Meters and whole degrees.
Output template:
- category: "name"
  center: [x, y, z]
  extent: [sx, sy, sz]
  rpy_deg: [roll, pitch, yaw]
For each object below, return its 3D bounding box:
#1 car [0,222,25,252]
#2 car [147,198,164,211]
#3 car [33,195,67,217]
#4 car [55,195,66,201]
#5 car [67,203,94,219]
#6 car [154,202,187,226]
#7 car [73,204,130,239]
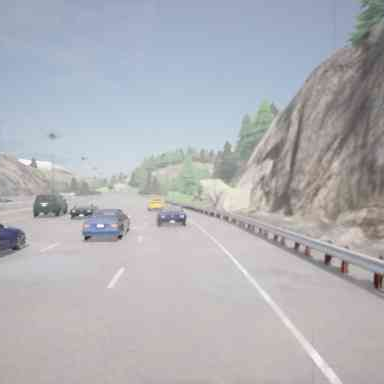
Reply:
- category: "car"
  center: [-7.381, 1.543, 11.149]
  extent: [1.812, 1.442, 4.674]
  rpy_deg: [0, 0, -3]
- category: "car"
  center: [-4.480, 1.493, 41.436]
  extent: [1.882, 1.535, 5.008]
  rpy_deg: [0, 0, -10]
- category: "car"
  center: [-13.377, 1.254, 31.694]
  extent: [2.150, 2.045, 5.566]
  rpy_deg: [0, 0, -10]
- category: "car"
  center: [-34.651, 1.576, 87.630]
  extent: [1.994, 1.385, 4.181]
  rpy_deg: [0, 0, -11]
- category: "car"
  center: [-9.493, 1.625, 29.662]
  extent: [1.895, 1.301, 4.718]
  rpy_deg: [0, 0, -9]
- category: "car"
  center: [-1.521, 1.607, 23.481]
  extent: [1.895, 1.301, 4.718]
  rpy_deg: [0, 0, -7]
- category: "car"
  center: [-4.332, 1.559, 17.340]
  extent: [2.033, 1.411, 5.357]
  rpy_deg: [0, 0, -6]
